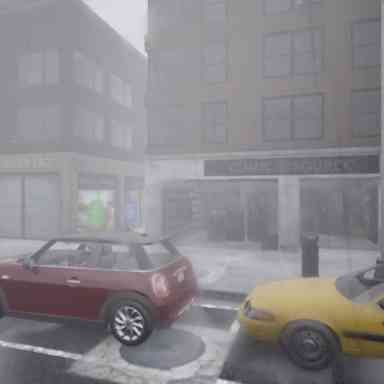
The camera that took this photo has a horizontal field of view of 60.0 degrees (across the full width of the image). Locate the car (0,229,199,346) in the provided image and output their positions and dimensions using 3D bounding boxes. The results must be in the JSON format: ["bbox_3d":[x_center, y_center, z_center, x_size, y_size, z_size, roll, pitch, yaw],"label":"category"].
[{"bbox_3d":[-2.033,1.437,6.109,4.097,1.590,1.967,0,0,18],"label":"car"}]

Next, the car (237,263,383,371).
[{"bbox_3d":[3.063,1.523,4.470,4.829,1.417,1.752,0,0,18],"label":"car"}]
